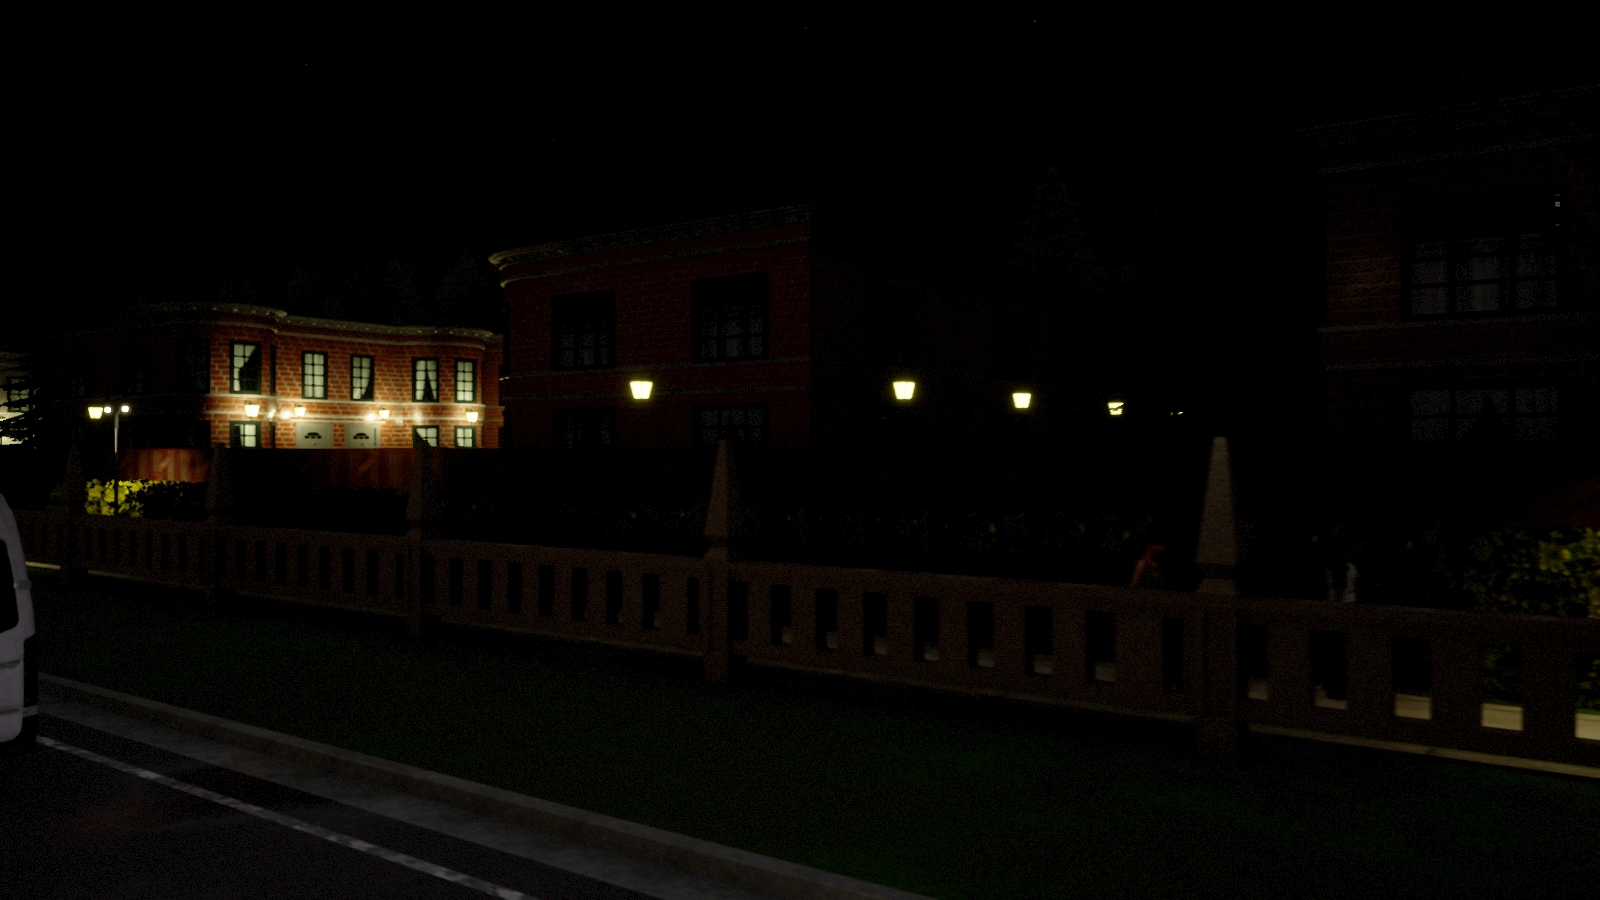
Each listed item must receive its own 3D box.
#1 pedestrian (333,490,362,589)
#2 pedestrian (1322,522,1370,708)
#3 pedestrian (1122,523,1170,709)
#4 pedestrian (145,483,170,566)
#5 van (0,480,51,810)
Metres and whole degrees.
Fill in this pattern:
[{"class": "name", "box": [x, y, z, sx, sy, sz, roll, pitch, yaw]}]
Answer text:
[{"class": "pedestrian", "box": [-8.667, 1.702, 21.892, 0.375, 1.860, 0.375, 0, 0, 36]}, {"class": "pedestrian", "box": [5.691, 1.697, 11.907, 0.375, 1.860, 0.375, 0, 0, 38]}, {"class": "pedestrian", "box": [3.583, 1.698, 11.832, 0.375, 1.860, 0.375, 0, 0, 35]}, {"class": "pedestrian", "box": [-14.741, 1.705, 26.230, 0.375, 1.860, 0.375, 0, 0, 36]}, {"class": "van", "box": [-9.048, 1.539, 10.117, 5.915, 2.561, 1.988, 0, 0, 35]}]
